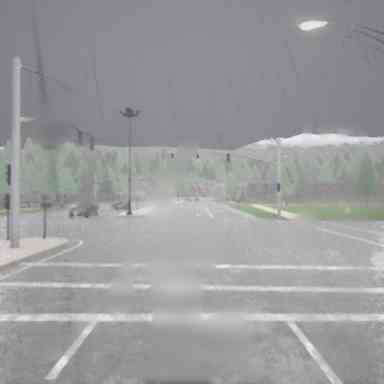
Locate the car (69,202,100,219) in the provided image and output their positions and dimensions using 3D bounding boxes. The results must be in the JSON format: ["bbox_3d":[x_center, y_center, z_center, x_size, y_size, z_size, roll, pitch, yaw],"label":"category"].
[{"bbox_3d":[-11.105,1.927,34.331,2.128,1.511,4.902,0,-1,1],"label":"car"}]

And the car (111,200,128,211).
[{"bbox_3d":[-10.886,2.156,52.318,2.128,1.511,4.902,0,-1,1],"label":"car"}]

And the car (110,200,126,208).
[{"bbox_3d":[-14.168,2.336,63.819,1.812,1.442,4.674,0,0,1],"label":"car"}]

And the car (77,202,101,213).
[{"bbox_3d":[-14.493,2.157,46.907,1.994,1.385,4.181,0,-1,1],"label":"car"}]
